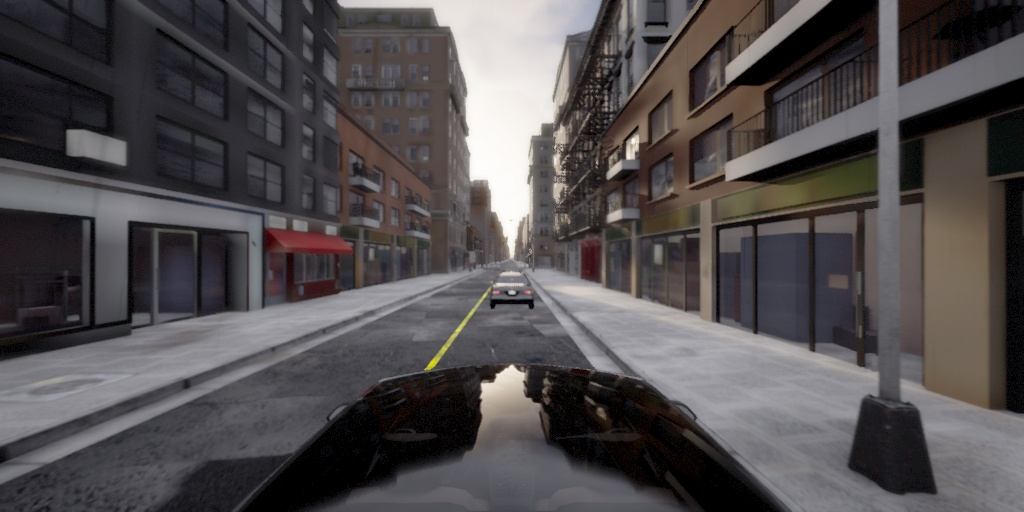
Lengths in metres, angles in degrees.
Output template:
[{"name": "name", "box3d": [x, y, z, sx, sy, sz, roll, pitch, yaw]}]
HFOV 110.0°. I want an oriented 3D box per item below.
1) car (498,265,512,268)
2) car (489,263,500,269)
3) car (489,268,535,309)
[{"name": "car", "box3d": [0.008, 1.639, 30.945, 1.895, 1.301, 4.718, 0, -1, 0]}, {"name": "car", "box3d": [-2.989, 1.946, 63.157, 1.895, 1.301, 4.718, 0, -1, 0]}, {"name": "car", "box3d": [0.004, 1.432, 15.825, 2.033, 1.411, 5.357, 0, -1, 0]}]
